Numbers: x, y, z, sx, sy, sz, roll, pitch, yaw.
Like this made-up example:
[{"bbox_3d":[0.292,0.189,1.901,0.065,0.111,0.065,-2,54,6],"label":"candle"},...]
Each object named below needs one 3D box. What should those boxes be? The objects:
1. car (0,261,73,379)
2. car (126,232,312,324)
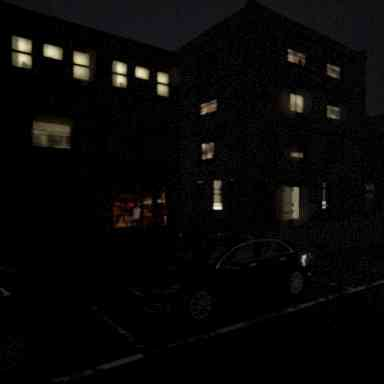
[{"bbox_3d":[-3.722,1.544,3.907,4.403,1.369,2.008,1,-1,-36],"label":"car"},{"bbox_3d":[0.772,1.589,7.120,4.403,1.369,2.008,1,-1,-36],"label":"car"}]
